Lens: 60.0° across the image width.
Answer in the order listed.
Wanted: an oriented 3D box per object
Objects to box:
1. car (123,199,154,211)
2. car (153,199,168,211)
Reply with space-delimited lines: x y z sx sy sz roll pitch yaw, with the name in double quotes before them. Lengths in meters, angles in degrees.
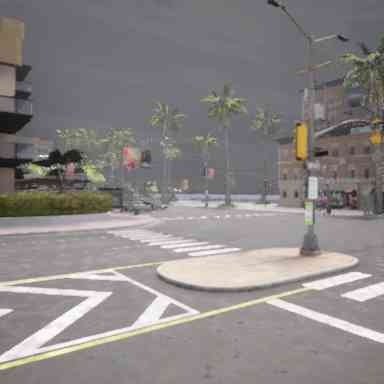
"car" -7.064 1.808 42.369 1.895 1.301 4.718 1 0 -35
"car" -5.105 1.738 45.683 2.128 1.511 4.902 1 0 -35
